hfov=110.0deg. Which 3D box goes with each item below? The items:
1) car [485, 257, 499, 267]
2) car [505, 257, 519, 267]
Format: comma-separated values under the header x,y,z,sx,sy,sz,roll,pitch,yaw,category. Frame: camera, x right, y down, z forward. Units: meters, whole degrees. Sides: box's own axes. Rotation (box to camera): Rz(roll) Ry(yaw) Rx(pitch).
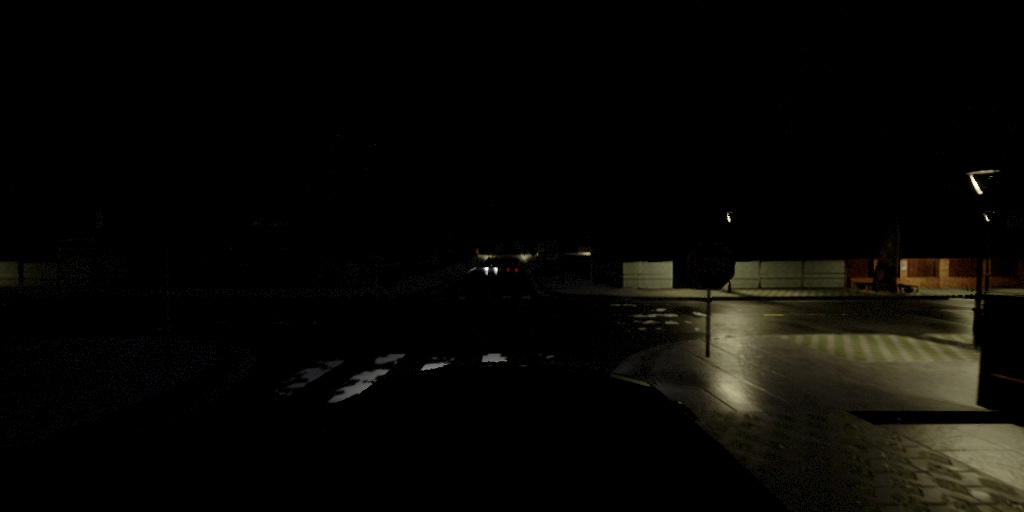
x,y,z,sx,sy,sz,roll,pitch,yaw,category
-2.726,0.810,50.011,2.033,1.411,5.357,0,1,0,car
0.029,0.852,50.574,1.895,1.301,4.718,0,1,0,car
